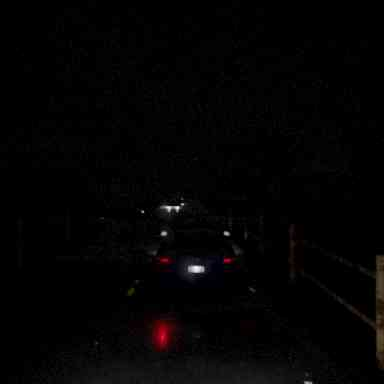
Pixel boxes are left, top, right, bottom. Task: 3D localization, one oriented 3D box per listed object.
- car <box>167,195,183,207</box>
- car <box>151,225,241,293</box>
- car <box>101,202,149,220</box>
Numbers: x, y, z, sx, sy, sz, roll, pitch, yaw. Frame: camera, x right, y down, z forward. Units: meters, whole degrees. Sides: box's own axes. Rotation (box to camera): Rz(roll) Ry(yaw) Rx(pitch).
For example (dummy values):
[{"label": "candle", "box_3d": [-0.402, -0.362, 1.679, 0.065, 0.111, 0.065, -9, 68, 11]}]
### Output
[{"label": "car", "box_3d": [-2.787, 1.523, 51.482, 1.994, 1.385, 4.181, 0, 0, 0]}, {"label": "car", "box_3d": [0.092, 1.545, 8.817, 1.994, 1.385, 4.181, 0, 0, 0]}, {"label": "car", "box_3d": [-5.477, 1.528, 27.036, 4.181, 1.385, 1.994, -1, -3, 36]}]
